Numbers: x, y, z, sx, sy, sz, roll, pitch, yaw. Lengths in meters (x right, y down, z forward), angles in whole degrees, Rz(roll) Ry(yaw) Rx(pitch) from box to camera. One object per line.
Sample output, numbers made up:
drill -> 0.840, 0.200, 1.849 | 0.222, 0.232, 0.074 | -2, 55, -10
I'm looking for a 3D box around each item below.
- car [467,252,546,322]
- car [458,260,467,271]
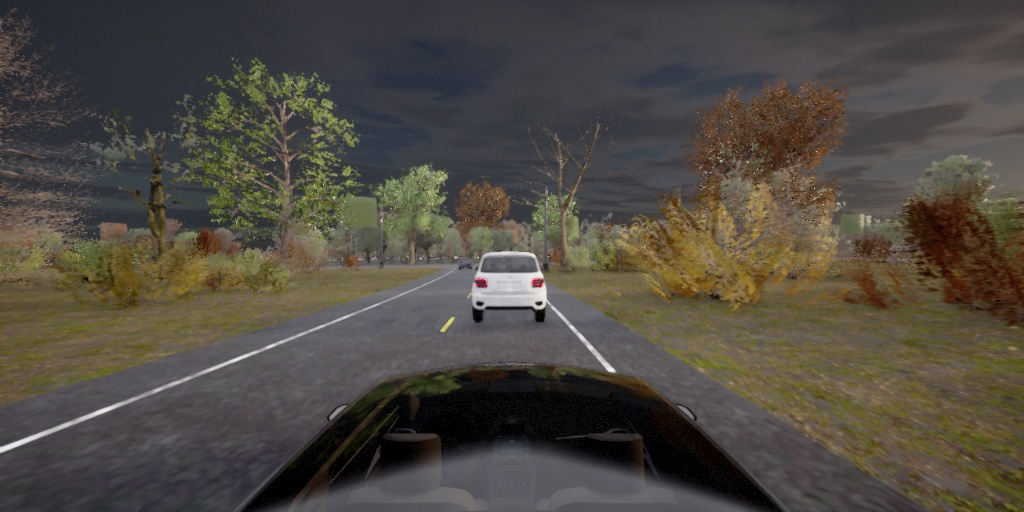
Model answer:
car -> -0.113, 0.936, 12.313 | 2.150, 2.045, 5.566 | 0, -1, -1
car -> -6.025, 1.231, 46.968 | 1.895, 1.301, 4.718 | 0, 0, -6
